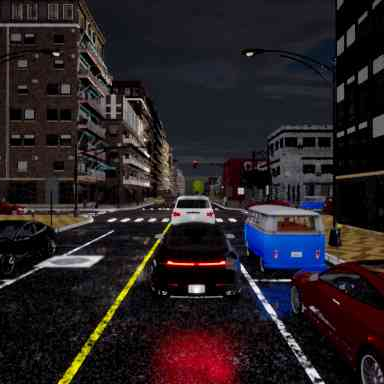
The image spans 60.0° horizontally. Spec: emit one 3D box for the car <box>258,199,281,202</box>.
[{"bbox_3d":[8.243,1.529,36.918,5.008,1.535,1.882,0,0,0],"label":"car"}]

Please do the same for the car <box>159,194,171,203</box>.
[{"bbox_3d":[-5.831,1.375,71.634,2.192,1.841,5.009,0,0,0],"label":"car"}]

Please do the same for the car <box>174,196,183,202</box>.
[{"bbox_3d":[-3.157,1.624,78.117,1.994,1.385,4.181,0,0,0],"label":"car"}]

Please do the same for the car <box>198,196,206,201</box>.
[{"bbox_3d":[2.516,1.643,88.268,2.008,1.369,4.403,0,0,0],"label":"car"}]

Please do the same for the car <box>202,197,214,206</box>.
[{"bbox_3d":[2.582,1.562,55.203,1.752,1.417,4.829,0,0,0],"label":"car"}]

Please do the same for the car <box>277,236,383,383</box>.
[{"bbox_3d":[2.651,1.582,4.557,1.802,1.307,4.206,0,0,0],"label":"car"}]

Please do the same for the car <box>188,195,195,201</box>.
[{"bbox_3d":[-0.183,1.639,91.422,2.033,1.411,5.357,0,0,0],"label":"car"}]

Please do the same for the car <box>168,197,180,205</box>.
[{"bbox_3d":[-3.194,1.643,59.045,1.895,1.301,4.718,0,0,0],"label":"car"}]

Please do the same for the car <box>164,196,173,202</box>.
[{"bbox_3d":[-5.854,1.631,82.712,2.008,1.369,4.403,0,0,0],"label":"car"}]

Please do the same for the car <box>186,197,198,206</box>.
[{"bbox_3d":[-0.034,1.587,57.379,2.033,1.411,5.357,0,0,0],"label":"car"}]

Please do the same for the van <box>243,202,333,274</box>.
[{"bbox_3d":[2.640,1.343,10.247,1.690,1.788,3.998,0,0,0],"label":"van"}]

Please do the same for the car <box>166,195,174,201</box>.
[{"bbox_3d":[-5.864,1.617,88.081,1.752,1.417,4.829,0,0,0],"label":"car"}]

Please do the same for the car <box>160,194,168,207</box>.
[{"bbox_3d":[-3.200,1.382,50.102,2.097,1.767,4.553,0,0,0],"label":"car"}]

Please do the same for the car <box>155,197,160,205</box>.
[{"bbox_3d":[-5.809,1.569,60.385,1.752,1.417,4.829,0,0,0],"label":"car"}]

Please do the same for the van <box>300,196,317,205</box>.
[{"bbox_3d":[14.820,1.426,39.542,3.998,1.788,1.690,0,0,0],"label":"van"}]

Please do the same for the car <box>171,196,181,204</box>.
[{"bbox_3d":[-3.151,1.580,68.101,1.812,1.442,4.674,0,0,0],"label":"car"}]

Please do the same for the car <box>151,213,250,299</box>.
[{"bbox_3d":[0.081,1.506,8.429,1.837,1.490,4.892,0,0,0],"label":"car"}]

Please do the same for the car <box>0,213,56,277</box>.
[{"bbox_3d":[-5.708,1.567,10.255,1.947,1.339,4.313,0,0,0],"label":"car"}]

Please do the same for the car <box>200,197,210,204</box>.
[{"bbox_3d":[2.560,1.634,66.112,1.802,1.307,4.206,0,0,0],"label":"car"}]

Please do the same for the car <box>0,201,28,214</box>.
[{"bbox_3d":[-17.528,1.535,31.018,4.206,1.307,1.802,0,0,0],"label":"car"}]

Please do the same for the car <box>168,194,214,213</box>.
[{"bbox_3d":[0.052,1.225,18.429,2.150,2.045,5.566,0,0,0],"label":"car"}]

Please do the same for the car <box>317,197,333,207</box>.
[{"bbox_3d":[14.860,1.359,31.163,5.009,1.841,2.192,0,0,0],"label":"car"}]

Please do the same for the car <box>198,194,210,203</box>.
[{"bbox_3d":[2.550,1.376,71.651,2.192,1.841,5.009,0,0,0],"label":"car"}]
